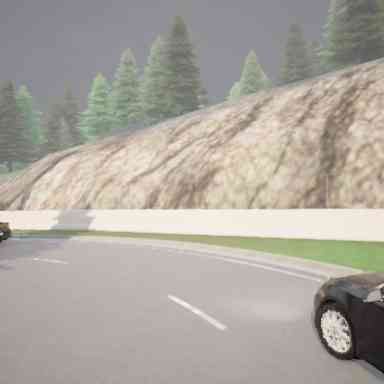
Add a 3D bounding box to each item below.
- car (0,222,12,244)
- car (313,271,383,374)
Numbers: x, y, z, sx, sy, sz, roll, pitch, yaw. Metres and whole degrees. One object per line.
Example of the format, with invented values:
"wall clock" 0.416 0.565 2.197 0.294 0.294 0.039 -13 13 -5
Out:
"car" -11.028 1.822 15.566 5.008 1.535 1.882 -2 -1 12
"car" 3.052 1.406 3.105 1.837 1.490 4.892 0 0 -12
